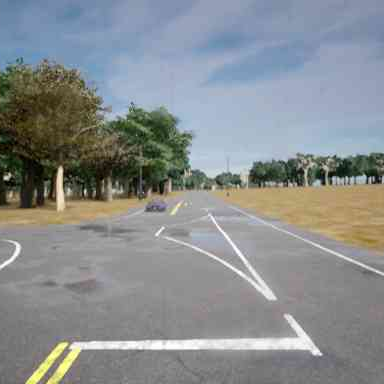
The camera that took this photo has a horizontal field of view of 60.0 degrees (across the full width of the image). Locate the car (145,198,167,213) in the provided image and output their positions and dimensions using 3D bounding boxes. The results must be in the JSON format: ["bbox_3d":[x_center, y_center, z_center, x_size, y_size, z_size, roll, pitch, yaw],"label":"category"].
[{"bbox_3d":[-3.611,1.352,34.382,1.994,1.385,4.181,0,1,0],"label":"car"}]
